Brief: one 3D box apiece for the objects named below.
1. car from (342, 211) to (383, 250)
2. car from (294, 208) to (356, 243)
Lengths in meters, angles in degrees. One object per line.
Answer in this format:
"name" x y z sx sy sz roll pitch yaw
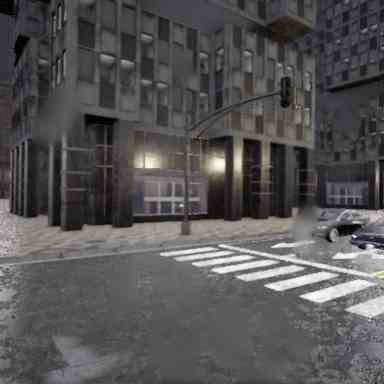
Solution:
"car" 8.816 1.652 13.964 5.357 1.411 2.033 0 0 -36
"car" 7.176 1.595 16.793 4.902 1.511 2.128 0 0 -36
